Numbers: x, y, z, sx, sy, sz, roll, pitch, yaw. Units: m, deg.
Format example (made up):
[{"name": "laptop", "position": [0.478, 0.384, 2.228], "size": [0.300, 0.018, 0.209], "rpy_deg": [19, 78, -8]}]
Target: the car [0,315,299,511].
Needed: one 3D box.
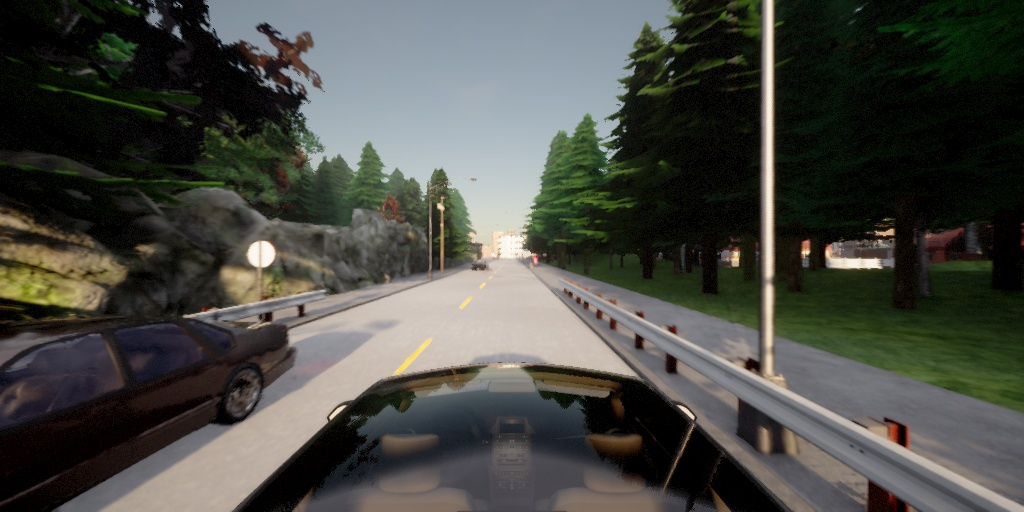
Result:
[{"name": "car", "position": [-4.100, 1.292, 2.967], "size": [2.033, 1.411, 5.357], "rpy_deg": [0, 0, 0]}]

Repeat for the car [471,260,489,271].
[{"name": "car", "position": [-3.945, 1.152, 44.389], "size": [1.895, 1.301, 4.718], "rpy_deg": [0, 0, 1]}]
